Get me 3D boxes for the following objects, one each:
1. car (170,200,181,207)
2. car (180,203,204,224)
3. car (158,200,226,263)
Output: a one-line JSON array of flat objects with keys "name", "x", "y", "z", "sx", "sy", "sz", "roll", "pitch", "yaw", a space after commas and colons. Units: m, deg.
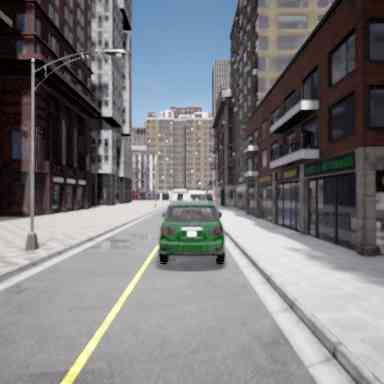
[{"name": "car", "x": -3.127, "y": 2.204, "z": 64.514, "sx": 1.895, "sy": 1.301, "sz": 4.718, "roll": 0, "pitch": 0, "yaw": 0}, {"name": "car", "x": 0.000, "y": 1.794, "z": 28.514, "sx": 1.837, "sy": 1.490, "sz": 4.892, "roll": 0, "pitch": 0, "yaw": 0}, {"name": "car", "x": 0.004, "y": 1.352, "z": 12.564, "sx": 2.150, "sy": 2.045, "sz": 5.566, "roll": 0, "pitch": 0, "yaw": 0}]
